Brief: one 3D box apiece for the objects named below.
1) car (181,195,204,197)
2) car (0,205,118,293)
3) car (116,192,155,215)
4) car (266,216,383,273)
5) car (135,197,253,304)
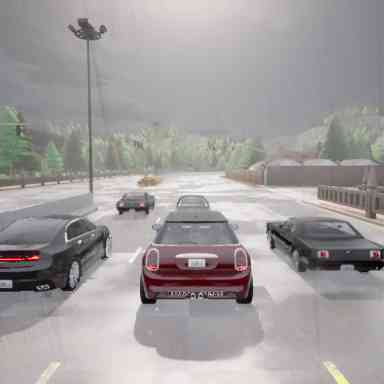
[{"bbox_3d":[0.035,0.859,17.367,2.033,1.411,5.357,0,4,0],"label":"car"},{"bbox_3d":[-3.425,1.330,8.476,1.837,1.490,4.892,0,2,0],"label":"car"},{"bbox_3d":[-3.488,0.625,21.492,1.895,1.301,4.718,0,4,0],"label":"car"},{"bbox_3d":[3.569,1.364,9.876,1.895,1.301,4.718,0,3,0],"label":"car"},{"bbox_3d":[0.077,1.191,7.985,2.097,1.767,4.553,0,2,0],"label":"car"}]
